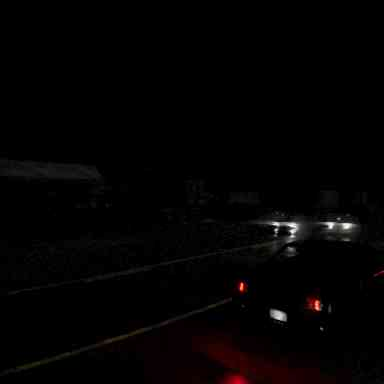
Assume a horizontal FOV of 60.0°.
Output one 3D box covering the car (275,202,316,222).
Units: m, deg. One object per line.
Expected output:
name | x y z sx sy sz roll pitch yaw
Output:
car | 8.855 1.646 28.138 1.837 1.490 4.892 0 -1 44

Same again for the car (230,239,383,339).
car | 2.916 1.635 6.746 1.895 1.301 4.718 0 0 45

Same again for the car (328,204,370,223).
car | 13.071 1.679 27.472 2.033 1.411 5.357 0 0 43
